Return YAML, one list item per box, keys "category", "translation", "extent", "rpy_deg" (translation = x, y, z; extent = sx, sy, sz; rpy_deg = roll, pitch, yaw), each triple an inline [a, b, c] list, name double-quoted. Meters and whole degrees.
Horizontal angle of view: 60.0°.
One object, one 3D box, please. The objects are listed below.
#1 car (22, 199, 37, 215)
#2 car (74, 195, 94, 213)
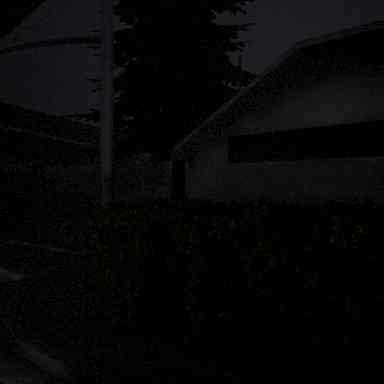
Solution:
- category: "car"
  translation: [-17.550, 1.476, 33.215]
  extent: [4.611, 1.667, 2.242]
  rpy_deg: [0, 0, 35]
- category: "car"
  translation: [-10.746, 1.309, 35.352]
  extent: [3.866, 1.878, 1.905]
  rpy_deg: [0, 0, 35]
